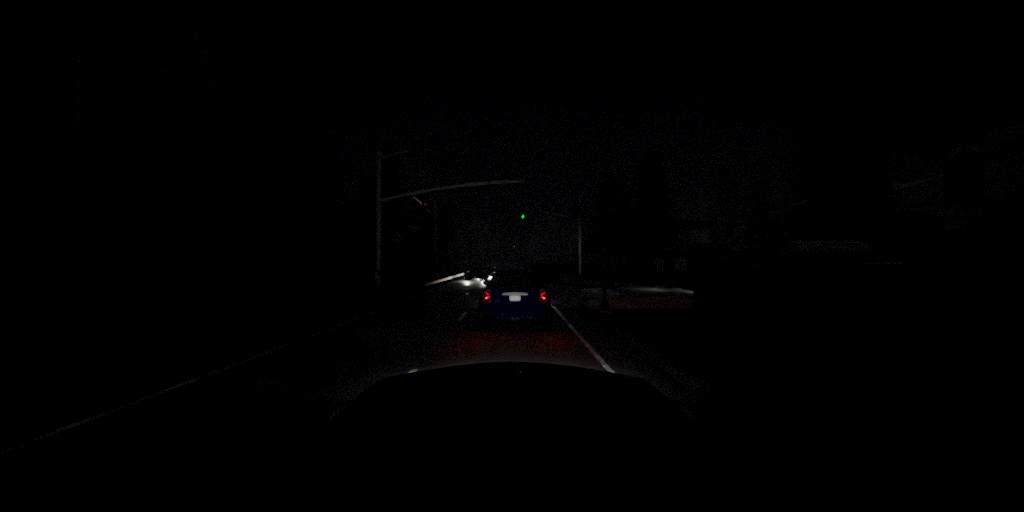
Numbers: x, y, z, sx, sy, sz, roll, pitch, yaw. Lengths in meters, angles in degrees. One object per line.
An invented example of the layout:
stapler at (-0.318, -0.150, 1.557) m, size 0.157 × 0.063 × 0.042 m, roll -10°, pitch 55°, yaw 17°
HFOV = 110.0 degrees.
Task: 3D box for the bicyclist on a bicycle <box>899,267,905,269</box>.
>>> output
bicyclist on a bicycle at (19.645, 1.399, 17.911) m, size 0.582 × 1.620 × 1.656 m, roll 0°, pitch -1°, yaw 7°

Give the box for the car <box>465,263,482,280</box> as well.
car at (-3.579, 1.522, 37.325) m, size 2.097 × 1.767 × 4.553 m, roll 0°, pitch -1°, yaw 0°

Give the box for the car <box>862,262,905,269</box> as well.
car at (24.414, 1.397, 24.475) m, size 5.566 × 2.045 × 2.150 m, roll 0°, pitch -1°, yaw 11°

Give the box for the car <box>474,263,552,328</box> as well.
car at (0.092, 1.225, 12.092) m, size 2.097 × 1.767 × 4.553 m, roll 0°, pitch -1°, yaw 0°

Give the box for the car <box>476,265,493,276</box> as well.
car at (-3.570, 1.892, 47.506) m, size 1.895 × 1.301 × 4.718 m, roll 0°, pitch -1°, yaw 0°

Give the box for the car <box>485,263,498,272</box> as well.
car at (-3.523, 1.936, 61.746) m, size 1.882 × 1.535 × 5.008 m, roll 0°, pitch -1°, yaw 0°

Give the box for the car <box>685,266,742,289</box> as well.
car at (14.880, 1.540, 25.546) m, size 4.553 × 1.767 × 2.097 m, roll 0°, pitch -1°, yaw 5°
